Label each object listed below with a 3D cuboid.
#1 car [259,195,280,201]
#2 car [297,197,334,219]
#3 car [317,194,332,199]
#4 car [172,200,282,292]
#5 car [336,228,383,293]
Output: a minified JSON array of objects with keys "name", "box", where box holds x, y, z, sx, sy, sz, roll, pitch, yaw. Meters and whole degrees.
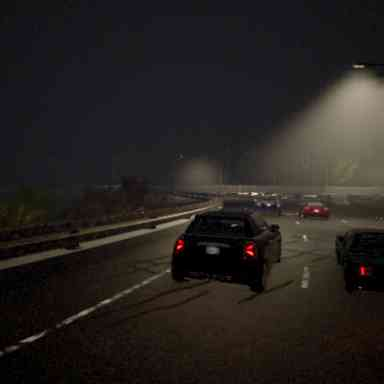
[{"name":"car","box":[6.657,1.095,29.353,2.097,1.767,4.553,1,1,10]},{"name":"car","box":[9.833,1.386,27.166,1.994,1.385,4.181,1,1,11]},{"name":"car","box":[17.614,1.091,44.585,2.097,1.767,4.553,1,1,15]},{"name":"car","box":[1.205,1.254,9.058,2.097,1.767,4.553,1,1,21]},{"name":"car","box":[4.713,1.568,8.351,1.895,1.301,4.718,1,1,20]}]
